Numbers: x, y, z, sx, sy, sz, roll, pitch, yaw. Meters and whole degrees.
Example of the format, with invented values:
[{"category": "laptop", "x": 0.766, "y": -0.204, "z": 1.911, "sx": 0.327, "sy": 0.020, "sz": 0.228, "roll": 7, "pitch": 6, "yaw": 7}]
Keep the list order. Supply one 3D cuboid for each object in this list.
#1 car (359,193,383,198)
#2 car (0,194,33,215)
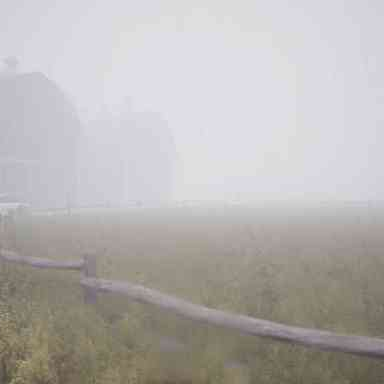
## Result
[{"category": "car", "x": 43.600, "y": 1.293, "z": 81.622, "sx": 4.605, "sy": 1.855, "sz": 1.932, "roll": 0, "pitch": 0, "yaw": 35}, {"category": "car", "x": -13.835, "y": 1.162, "z": 23.521, "sx": 2.150, "sy": 2.045, "sz": 5.566, "roll": -2, "pitch": 0, "yaw": 12}]
